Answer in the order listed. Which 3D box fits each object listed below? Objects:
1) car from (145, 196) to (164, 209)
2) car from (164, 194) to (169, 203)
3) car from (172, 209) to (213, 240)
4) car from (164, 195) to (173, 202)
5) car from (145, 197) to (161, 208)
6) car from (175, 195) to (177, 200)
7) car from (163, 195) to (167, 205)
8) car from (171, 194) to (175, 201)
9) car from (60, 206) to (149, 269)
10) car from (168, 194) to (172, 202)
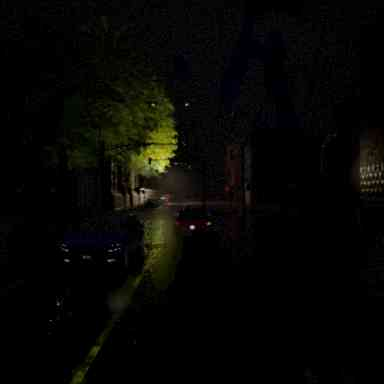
[{"bbox_3d":[-5.496,1.554,46.176,2.008,1.369,4.403,1,0,0],"label":"car"},{"bbox_3d":[-5.567,1.584,58.762,1.947,1.339,4.313,1,0,0],"label":"car"},{"bbox_3d":[0.029,1.559,17.052,1.994,1.385,4.181,0,0,0],"label":"car"},{"bbox_3d":[-5.734,1.513,80.562,1.967,1.590,4.097,1,0,0],"label":"car"},{"bbox_3d":[-5.536,1.531,48.150,1.752,1.417,4.829,1,0,0],"label":"car"},{"bbox_3d":[-5.819,1.555,91.462,1.967,1.590,4.097,1,0,0],"label":"car"},{"bbox_3d":[-5.525,1.562,53.312,2.008,1.369,4.403,1,0,0],"label":"car"},{"bbox_3d":[-5.689,1.370,75.112,2.192,1.841,5.009,1,0,0],"label":"car"},{"bbox_3d":[-2.814,1.474,11.406,1.882,1.535,5.008,0,0,0],"label":"car"},{"bbox_3d":[-5.652,1.622,69.661,1.802,1.307,4.206,1,0,0],"label":"car"}]
